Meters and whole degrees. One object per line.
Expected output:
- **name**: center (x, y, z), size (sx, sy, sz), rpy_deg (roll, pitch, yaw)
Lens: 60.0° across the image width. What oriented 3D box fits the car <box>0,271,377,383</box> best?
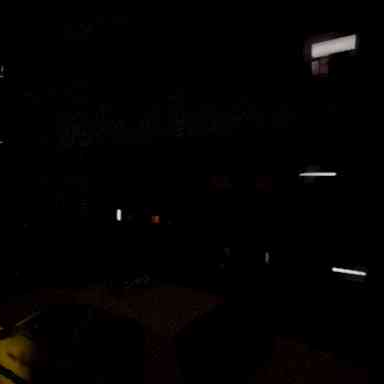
- **car**: center (-0.779, 1.504, 3.419), size (4.829, 1.417, 1.752), rpy_deg (1, 1, 36)
